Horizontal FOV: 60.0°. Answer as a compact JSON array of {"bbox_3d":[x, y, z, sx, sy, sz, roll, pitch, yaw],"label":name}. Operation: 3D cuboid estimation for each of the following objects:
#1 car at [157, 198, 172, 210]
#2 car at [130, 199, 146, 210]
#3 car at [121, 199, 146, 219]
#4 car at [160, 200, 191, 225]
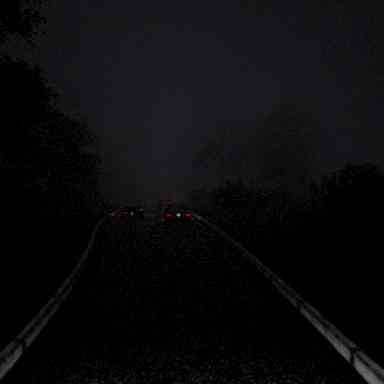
[{"bbox_3d":[-3.390,1.530,42.520,2.128,1.511,4.902,0,0,-9],"label":"car"},{"bbox_3d":[-7.188,1.602,44.230,1.994,1.385,4.181,0,0,-9],"label":"car"},{"bbox_3d":[-5.073,1.552,28.942,1.812,1.442,4.674,0,0,-7],"label":"car"},{"bbox_3d":[-1.112,1.569,24.356,2.033,1.411,5.357,0,0,-5],"label":"car"}]
